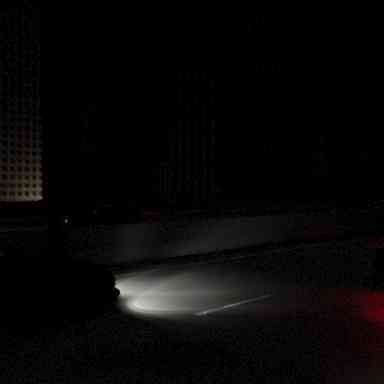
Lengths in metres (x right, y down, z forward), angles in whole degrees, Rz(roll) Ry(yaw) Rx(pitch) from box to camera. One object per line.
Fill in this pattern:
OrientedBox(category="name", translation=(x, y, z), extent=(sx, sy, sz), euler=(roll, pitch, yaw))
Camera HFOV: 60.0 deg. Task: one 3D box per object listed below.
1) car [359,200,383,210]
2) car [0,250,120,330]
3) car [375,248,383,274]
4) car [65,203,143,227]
OrientedBox(category="car", translation=(16.086, 1.490, 28.314), extent=(4.892, 1.490, 1.837), euler=(0, 0, -35))
OrientedBox(category="car", translation=(-3.936, 1.547, 5.239), extent=(5.357, 1.411, 2.033), euler=(0, 0, -35))
OrientedBox(category="car", translation=(6.798, 1.596, 8.596), extent=(4.718, 1.301, 1.895), euler=(0, 0, -36))
OrientedBox(category="car", translation=(-5.586, 1.487, 21.503), extent=(4.902, 1.511, 2.128), euler=(0, 0, -35))
